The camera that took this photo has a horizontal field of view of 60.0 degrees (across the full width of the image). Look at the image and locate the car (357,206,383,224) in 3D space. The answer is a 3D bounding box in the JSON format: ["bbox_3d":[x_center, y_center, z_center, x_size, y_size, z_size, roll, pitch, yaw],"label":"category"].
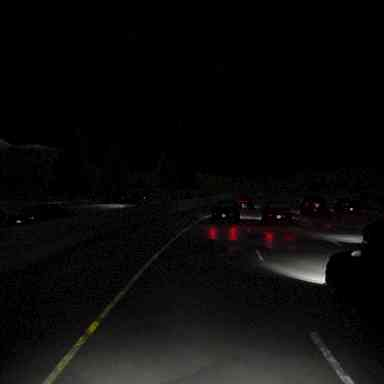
[{"bbox_3d":[7.803,1.451,11.726,1.812,1.442,4.674,0,0,5],"label":"car"}]

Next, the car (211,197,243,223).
[{"bbox_3d":[2.474,1.351,24.022,1.812,1.442,4.674,0,0,10],"label":"car"}]

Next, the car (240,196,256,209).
[{"bbox_3d":[6.623,1.213,40.889,1.837,1.490,4.892,0,1,17],"label":"car"}]

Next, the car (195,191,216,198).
[{"bbox_3d":[2.529,0.778,60.362,2.150,2.045,5.566,0,0,24],"label":"car"}]

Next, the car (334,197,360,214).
[{"bbox_3d":[15.130,1.289,32.606,1.837,1.490,4.892,0,0,15],"label":"car"}]

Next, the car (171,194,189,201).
[{"bbox_3d":[-2.054,1.039,58.529,1.882,1.535,5.008,0,0,23],"label":"car"}]

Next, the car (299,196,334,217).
[{"bbox_3d":[10.721,1.152,29.333,2.097,1.767,4.553,0,0,13],"label":"car"}]

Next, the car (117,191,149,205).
[{"bbox_3d":[-8.662,0.826,51.060,2.150,2.045,5.566,0,0,20],"label":"car"}]

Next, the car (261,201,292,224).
[{"bbox_3d":[5.855,1.363,23.151,1.812,1.442,4.674,0,0,10],"label":"car"}]

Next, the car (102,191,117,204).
[{"bbox_3d":[-11.851,0.810,52.512,2.150,2.045,5.566,0,0,20],"label":"car"}]

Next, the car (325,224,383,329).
[{"bbox_3d":[3.875,1.527,5.708,1.994,1.385,4.181,0,0,3],"label":"car"}]

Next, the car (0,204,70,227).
[{"bbox_3d":[-9.018,1.400,19.792,1.994,1.385,4.181,0,0,8],"label":"car"}]
